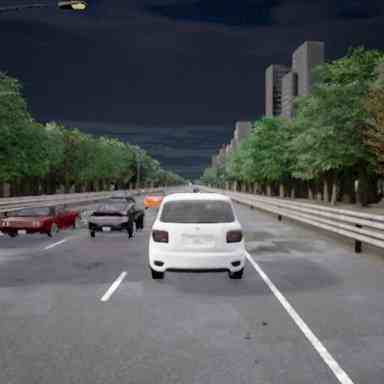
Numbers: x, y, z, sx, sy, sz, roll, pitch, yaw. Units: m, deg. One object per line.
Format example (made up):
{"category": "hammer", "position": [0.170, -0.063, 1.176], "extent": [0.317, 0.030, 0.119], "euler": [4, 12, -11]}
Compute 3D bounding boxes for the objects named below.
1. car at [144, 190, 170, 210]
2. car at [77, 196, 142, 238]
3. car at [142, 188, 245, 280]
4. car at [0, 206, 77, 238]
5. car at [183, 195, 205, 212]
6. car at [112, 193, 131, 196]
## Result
{"category": "car", "position": [-3.292, 0.726, 32.160], "extent": [2.097, 1.767, 4.553], "euler": [0, 1, 0]}
{"category": "car", "position": [-3.356, 1.184, 15.541], "extent": [2.128, 1.511, 4.902], "euler": [0, 1, 0]}
{"category": "car", "position": [0.111, 1.032, 9.469], "extent": [2.150, 2.045, 5.566], "euler": [0, 1, 0]}
{"category": "car", "position": [-6.851, 1.288, 15.690], "extent": [1.895, 1.301, 4.718], "euler": [0, 1, 0]}
{"category": "car", "position": [0.204, 1.000, 30.898], "extent": [1.895, 1.301, 4.718], "euler": [0, 1, 0]}
{"category": "car", "position": [-6.791, 0.860, 32.409], "extent": [2.128, 1.511, 4.902], "euler": [0, 1, 0]}
